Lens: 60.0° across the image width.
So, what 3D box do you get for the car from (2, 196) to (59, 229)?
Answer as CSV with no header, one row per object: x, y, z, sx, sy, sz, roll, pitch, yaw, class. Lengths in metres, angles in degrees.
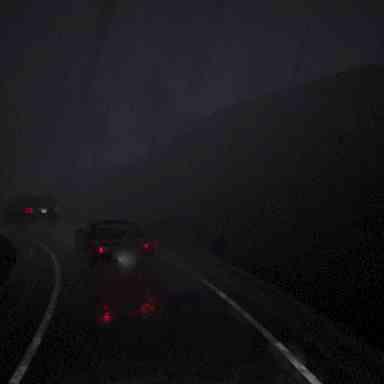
-10.810,1.247,22.120,2.150,2.045,5.566,0,0,-43,car

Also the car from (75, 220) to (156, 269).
-2.856,1.614,11.384,1.895,1.301,4.718,0,0,-25,car
